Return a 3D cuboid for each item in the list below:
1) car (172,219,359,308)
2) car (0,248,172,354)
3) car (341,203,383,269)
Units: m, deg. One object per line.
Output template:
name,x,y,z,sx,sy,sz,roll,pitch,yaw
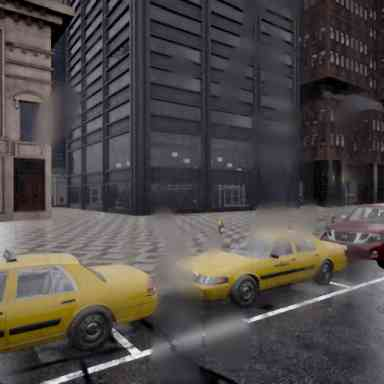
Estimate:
car,1.763,1.525,7.900,4.829,1.417,1.752,0,0,-35
car,-2.834,1.525,4.631,4.829,1.417,1.752,0,0,-35
car,6.498,1.314,11.269,5.009,1.841,2.192,0,0,-35
